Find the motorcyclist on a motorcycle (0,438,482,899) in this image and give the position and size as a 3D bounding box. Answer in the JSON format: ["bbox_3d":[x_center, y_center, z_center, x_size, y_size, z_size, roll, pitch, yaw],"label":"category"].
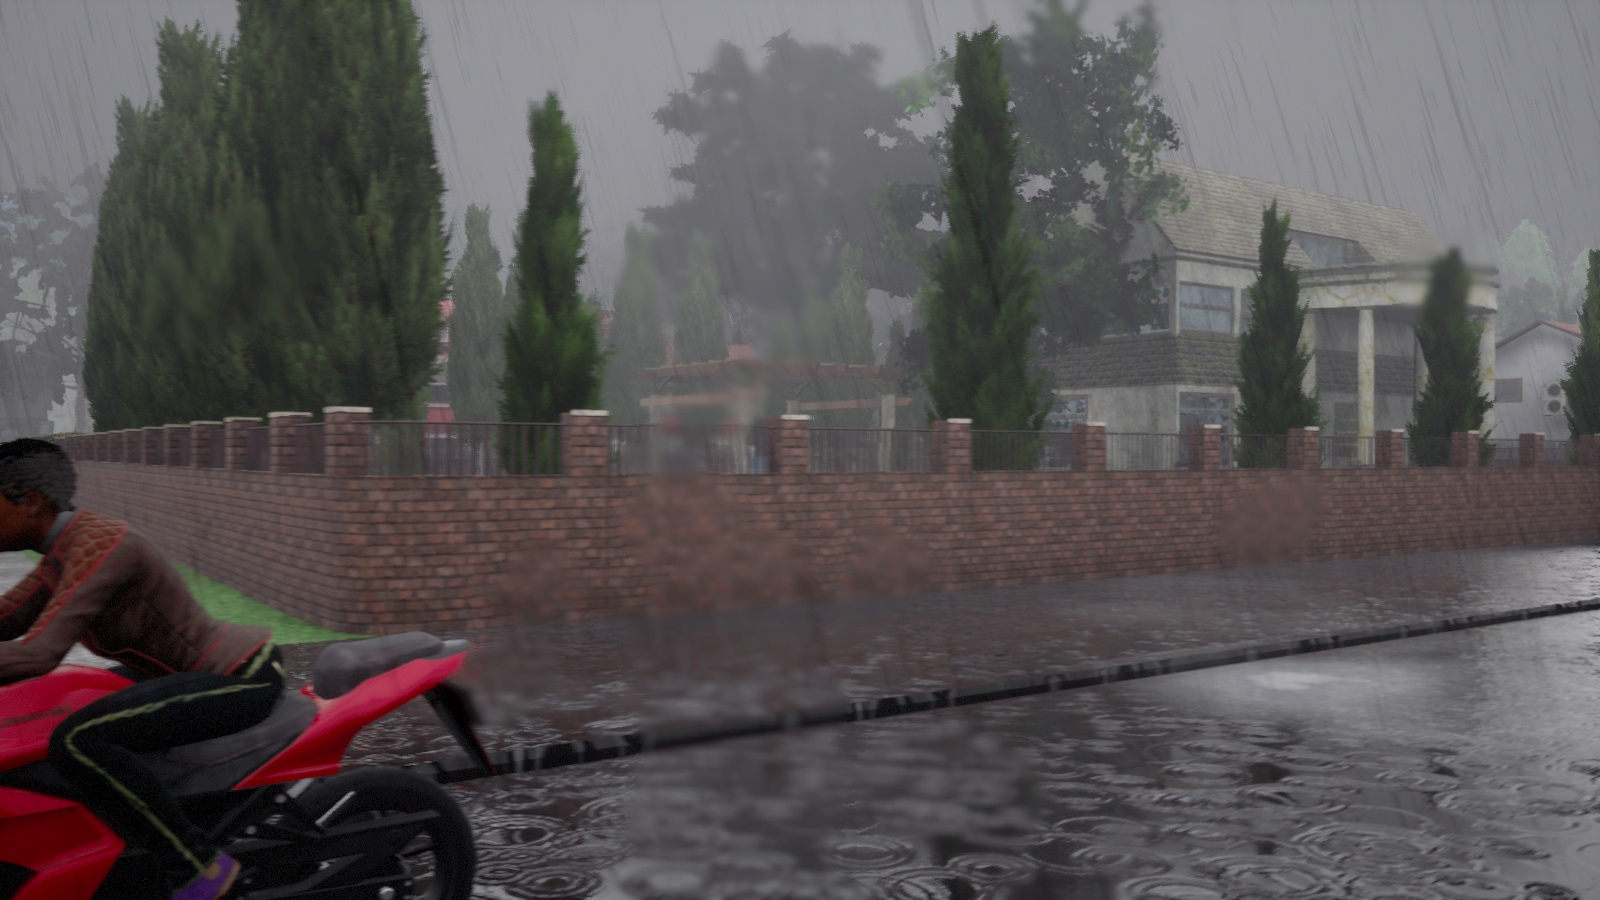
[{"bbox_3d":[-1.882,0.738,2.959,2.044,1.523,0.797,0,0,-35],"label":"motorcyclist on a motorcycle"}]
